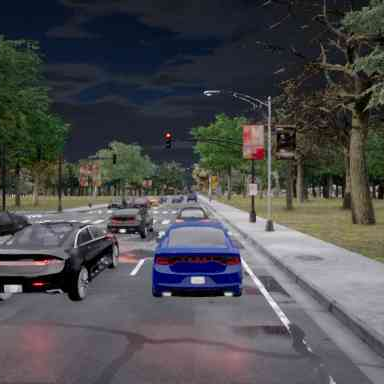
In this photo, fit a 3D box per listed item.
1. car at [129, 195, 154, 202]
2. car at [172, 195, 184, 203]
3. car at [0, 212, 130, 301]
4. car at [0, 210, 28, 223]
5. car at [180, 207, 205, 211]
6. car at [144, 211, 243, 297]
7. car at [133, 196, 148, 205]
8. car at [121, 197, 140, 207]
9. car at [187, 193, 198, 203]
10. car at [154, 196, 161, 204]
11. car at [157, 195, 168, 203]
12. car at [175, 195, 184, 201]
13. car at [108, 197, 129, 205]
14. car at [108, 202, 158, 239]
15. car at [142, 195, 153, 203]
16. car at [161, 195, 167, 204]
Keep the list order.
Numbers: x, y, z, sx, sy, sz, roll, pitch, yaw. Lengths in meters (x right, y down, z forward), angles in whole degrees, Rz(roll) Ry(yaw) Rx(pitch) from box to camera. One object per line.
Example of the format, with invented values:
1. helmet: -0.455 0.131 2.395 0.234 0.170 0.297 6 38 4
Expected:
1. car: -6.557 1.492 43.530 1.882 1.535 5.008 0 0 0
2. car: -3.087 1.567 69.316 1.812 1.442 4.674 0 0 0
3. car: -3.147 1.492 8.300 2.128 1.511 4.902 0 0 0
4. car: -9.623 1.549 15.292 2.033 1.411 5.357 0 0 4
5. car: 0.035 1.528 17.814 1.812 1.442 4.674 0 0 1
6. car: 0.110 1.478 8.615 1.882 1.535 5.008 0 0 0
7. car: -9.748 1.580 62.981 2.033 1.411 5.357 0 0 0
8. car: -9.792 1.513 53.162 2.128 1.511 4.902 0 0 0
9. car: 0.068 1.271 73.553 2.150 2.045 5.566 0 0 0
10. car: -6.545 1.499 53.111 1.882 1.535 5.008 0 0 0
11. car: -6.432 1.532 73.147 1.837 1.490 4.892 0 0 0
12. car: -3.171 1.542 85.192 1.882 1.535 5.008 0 0 0
13. car: -9.806 1.578 44.242 1.994 1.385 4.181 0 0 1
14. car: -3.136 1.508 17.472 1.837 1.490 4.892 0 0 0
15. car: -9.682 1.532 73.150 1.837 1.490 4.892 0 0 0
16. car: -6.502 1.523 62.682 2.128 1.511 4.902 0 0 1
